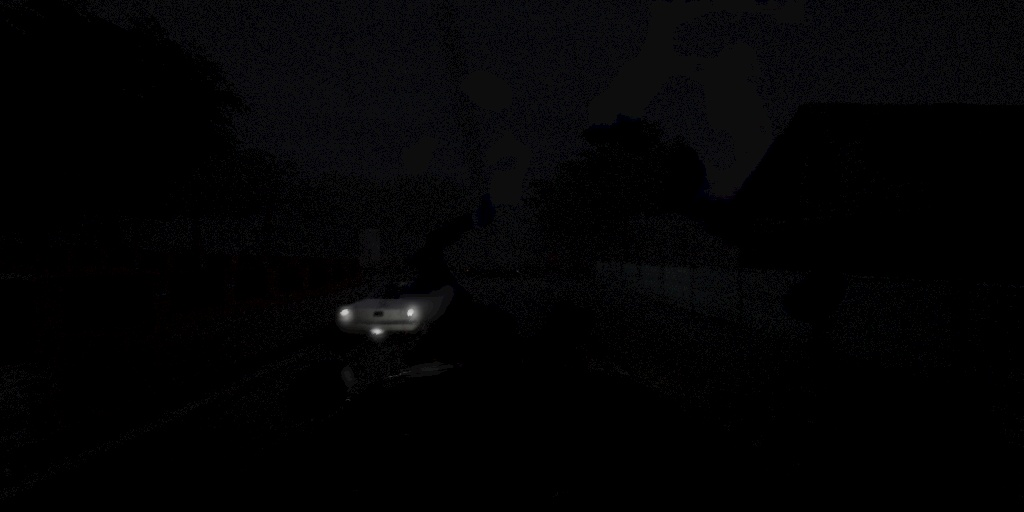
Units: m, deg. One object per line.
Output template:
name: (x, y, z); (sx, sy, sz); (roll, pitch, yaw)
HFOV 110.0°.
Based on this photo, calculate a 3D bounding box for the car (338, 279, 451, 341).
car: (-2.978, 1.347, 10.069); (1.895, 1.301, 4.718); (0, 0, -1)

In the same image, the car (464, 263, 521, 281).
car: (-1.582, 1.256, 29.183); (4.674, 1.442, 1.812); (0, 0, -4)

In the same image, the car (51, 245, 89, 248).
car: (-32.621, -0.031, 26.791); (5.008, 1.535, 1.882); (3, 0, -4)
